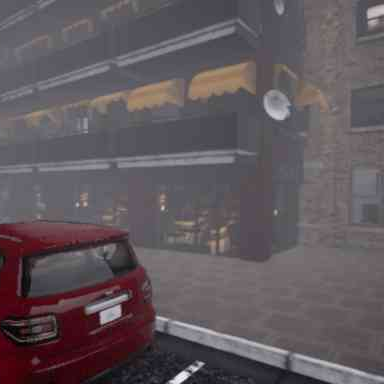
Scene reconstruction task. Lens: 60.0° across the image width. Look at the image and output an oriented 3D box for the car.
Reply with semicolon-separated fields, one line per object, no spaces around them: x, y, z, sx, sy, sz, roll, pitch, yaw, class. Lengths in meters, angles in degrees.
-2.782;1.354;4.780;5.009;1.841;2.192;-1;1;35;car
